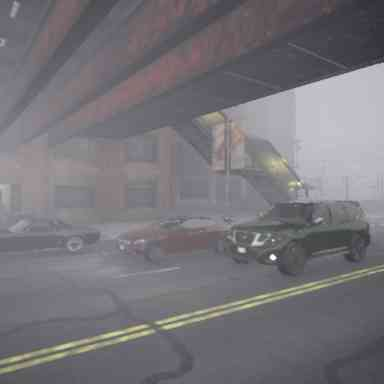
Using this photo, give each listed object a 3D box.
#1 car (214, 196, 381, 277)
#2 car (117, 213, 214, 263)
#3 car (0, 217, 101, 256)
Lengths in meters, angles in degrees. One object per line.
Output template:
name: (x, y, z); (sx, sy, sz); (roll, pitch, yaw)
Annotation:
car: (3.625, 1.281, 10.872); (5.566, 2.045, 2.150); (0, 0, -36)
car: (-0.406, 1.566, 12.280); (4.674, 1.442, 1.812); (0, 0, -36)
car: (-5.912, 1.602, 12.112); (4.718, 1.301, 1.895); (0, 0, -36)
